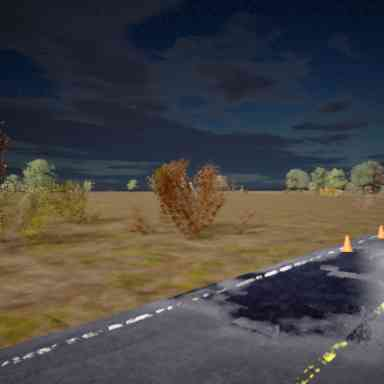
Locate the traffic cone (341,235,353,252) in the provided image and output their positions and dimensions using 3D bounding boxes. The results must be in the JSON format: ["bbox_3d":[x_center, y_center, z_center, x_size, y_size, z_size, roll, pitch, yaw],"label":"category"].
[{"bbox_3d":[5.944,1.952,12.735,0.340,0.580,0.340,0,0,43],"label":"traffic cone"}]

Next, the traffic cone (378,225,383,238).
[{"bbox_3d":[9.325,1.940,16.381,0.340,0.580,0.340,0,0,43],"label":"traffic cone"}]
